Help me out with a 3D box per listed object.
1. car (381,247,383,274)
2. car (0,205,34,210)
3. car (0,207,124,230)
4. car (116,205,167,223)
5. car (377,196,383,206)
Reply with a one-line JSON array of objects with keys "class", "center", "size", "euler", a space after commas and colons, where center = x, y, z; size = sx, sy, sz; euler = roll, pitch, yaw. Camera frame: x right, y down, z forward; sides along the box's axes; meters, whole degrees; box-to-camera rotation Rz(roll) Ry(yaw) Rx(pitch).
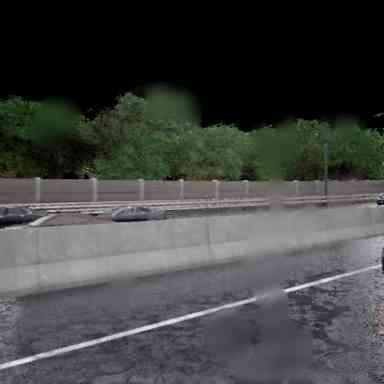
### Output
[{"class": "car", "center": [6.686, 1.473, 8.436], "size": [4.892, 1.490, 1.837], "euler": [0, 0, -35]}, {"class": "car", "center": [-10.407, 1.497, 18.047], "size": [4.892, 1.490, 1.837], "euler": [0, 0, -35]}, {"class": "car", "center": [-5.314, 1.518, 13.078], "size": [4.674, 1.442, 1.812], "euler": [0, 0, -35]}, {"class": "car", "center": [-3.730, 1.468, 18.476], "size": [4.902, 1.511, 2.128], "euler": [0, 0, -35]}, {"class": "car", "center": [25.679, 0.971, 42.643], "size": [5.008, 1.535, 1.882], "euler": [-1, 1, -33]}]
